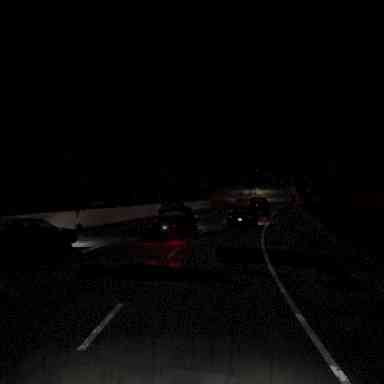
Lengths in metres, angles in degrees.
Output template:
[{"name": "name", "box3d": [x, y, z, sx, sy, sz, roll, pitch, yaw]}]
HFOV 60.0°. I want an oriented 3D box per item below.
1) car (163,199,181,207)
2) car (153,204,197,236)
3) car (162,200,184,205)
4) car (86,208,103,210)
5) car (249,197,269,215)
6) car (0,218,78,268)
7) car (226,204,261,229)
[{"name": "car", "box3d": [-3.778, 2.109, 63.377, 1.837, 1.490, 4.892, 0, -1, 15]}, {"name": "car", "box3d": [-0.946, 1.706, 19.887, 1.812, 1.442, 4.674, 0, 0, 12]}, {"name": "car", "box3d": [-1.573, 1.635, 31.412, 2.097, 1.767, 4.553, 0, -1, 15]}, {"name": "car", "box3d": [-12.740, 1.876, 44.371, 1.812, 1.442, 4.674, 0, -1, 16]}, {"name": "car", "box3d": [8.097, 1.635, 40.246, 2.150, 2.045, 5.566, 0, 0, 15]}, {"name": "car", "box3d": [-6.050, 1.628, 11.694, 2.033, 1.411, 5.357, 0, -1, 8]}, {"name": "car", "box3d": [3.657, 1.803, 23.834, 1.994, 1.385, 4.181, 0, 0, 14]}]
